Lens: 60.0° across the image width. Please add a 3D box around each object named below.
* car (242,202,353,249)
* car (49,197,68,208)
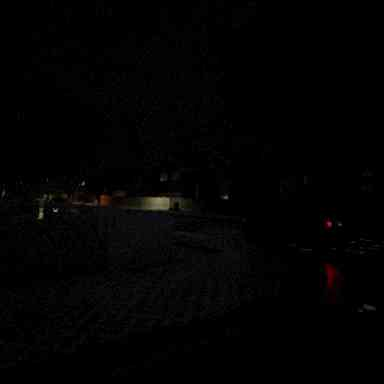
[{"bbox_3d":[4.391,1.284,14.536,2.097,1.767,4.553,1,-1,-40],"label":"car"},{"bbox_3d":[-18.794,1.460,46.811,1.837,1.490,4.892,0,0,-35],"label":"car"}]
